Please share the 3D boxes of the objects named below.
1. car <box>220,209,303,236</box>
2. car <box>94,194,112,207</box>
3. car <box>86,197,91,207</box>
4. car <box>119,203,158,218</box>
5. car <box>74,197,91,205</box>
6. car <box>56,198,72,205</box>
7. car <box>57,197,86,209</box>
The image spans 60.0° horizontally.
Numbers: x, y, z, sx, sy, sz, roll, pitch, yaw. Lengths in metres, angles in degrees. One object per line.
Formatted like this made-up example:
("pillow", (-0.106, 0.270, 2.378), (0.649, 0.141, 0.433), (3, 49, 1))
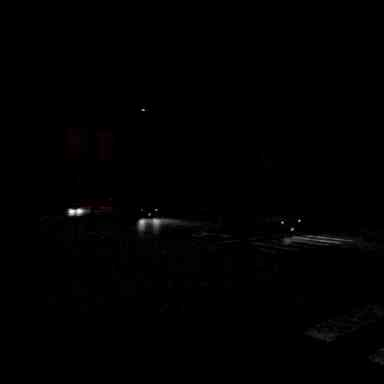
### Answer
("car", (3.859, 1.646, 19.055), (1.895, 1.301, 4.718), (0, 0, -38))
("car", (-15.847, 1.441, 57.840), (2.150, 2.045, 5.566), (0, 0, -35))
("car", (-18.930, 1.817, 56.570), (1.895, 1.301, 4.718), (0, 0, -36))
("car", (-5.045, 1.704, 31.264), (1.895, 1.301, 4.718), (0, 0, -36))
("car", (-21.798, 1.758, 66.151), (1.837, 1.490, 4.892), (0, 0, -36))
("car", (-25.068, 1.817, 65.134), (1.994, 1.385, 4.181), (0, 0, -36))
("car", (-17.870, 1.679, 49.315), (2.128, 1.511, 4.902), (0, 0, -35))
